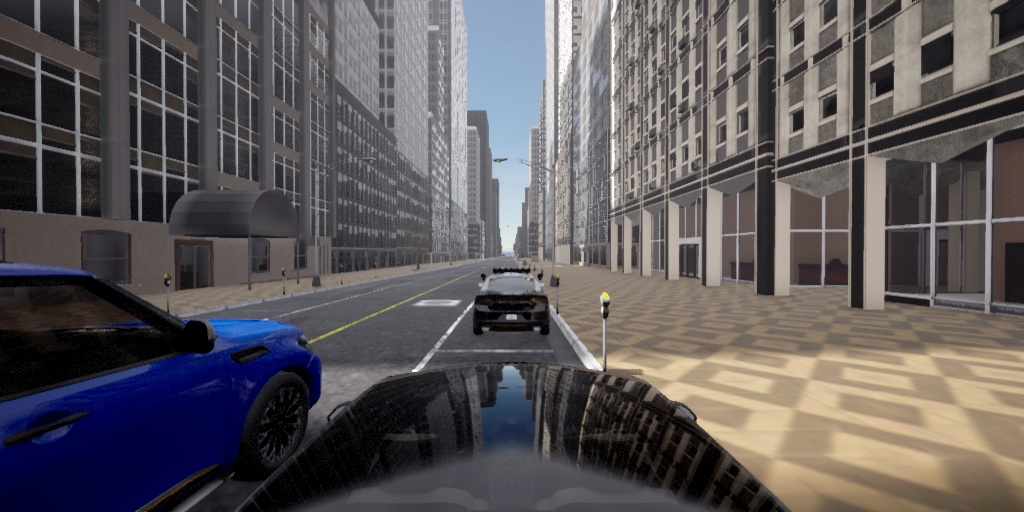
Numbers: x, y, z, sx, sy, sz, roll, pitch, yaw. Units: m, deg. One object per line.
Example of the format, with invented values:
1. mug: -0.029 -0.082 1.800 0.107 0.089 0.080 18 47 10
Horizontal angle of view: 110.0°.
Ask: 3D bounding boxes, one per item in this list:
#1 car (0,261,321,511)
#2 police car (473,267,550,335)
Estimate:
1. car: -3.146 0.980 1.529 2.150 2.045 5.566 0 0 0
2. police car: -0.012 1.163 10.612 1.930 1.638 5.238 0 0 0
